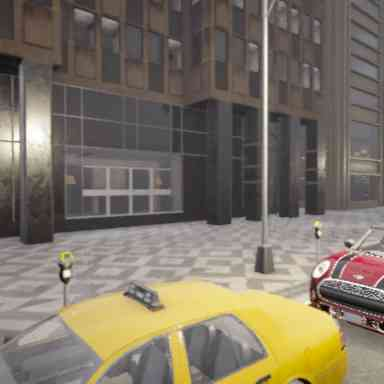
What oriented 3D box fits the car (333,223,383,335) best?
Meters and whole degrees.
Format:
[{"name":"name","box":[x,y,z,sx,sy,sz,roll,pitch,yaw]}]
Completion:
[{"name":"car","box":[3.967,1.314,6.141,4.097,1.590,1.967,-1,1,-37]}]

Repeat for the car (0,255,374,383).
[{"name":"car","box":[-0.612,1.480,2.631,4.829,1.417,1.752,-1,1,-37]}]
